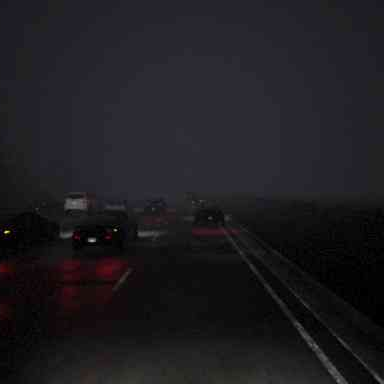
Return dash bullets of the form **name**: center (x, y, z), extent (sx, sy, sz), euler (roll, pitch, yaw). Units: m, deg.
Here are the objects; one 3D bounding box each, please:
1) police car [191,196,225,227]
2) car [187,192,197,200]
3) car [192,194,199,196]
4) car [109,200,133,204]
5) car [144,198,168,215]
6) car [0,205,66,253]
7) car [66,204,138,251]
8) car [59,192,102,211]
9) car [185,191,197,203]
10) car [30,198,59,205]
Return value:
- **police car**: center (1.060, 1.288, 21.866), extent (1.930, 1.638, 5.238), euler (0, 0, 0)
- **car**: center (0.034, 0.809, 72.328), extent (2.097, 1.767, 4.553), euler (0, 0, 0)
- **car**: center (1.065, 1.255, 31.946), extent (1.801, 1.575, 5.366), euler (0, 0, 0)
- **car**: center (-6.884, 1.400, 32.101), extent (1.895, 1.301, 4.718), euler (0, 0, 0)
- **car**: center (-3.386, 1.293, 31.701), extent (2.128, 1.511, 4.902), euler (0, 0, 0)
- **car**: center (-6.893, 1.443, 13.102), extent (1.812, 1.442, 4.674), euler (0, 0, 0)
- **car**: center (-3.393, 1.440, 13.583), extent (1.812, 1.442, 4.674), euler (0, 0, 0)
- **car**: center (-10.386, 1.021, 32.031), extent (2.150, 2.045, 5.566), euler (0, 0, 0)
- **car**: center (0.027, 0.863, 57.388), extent (2.150, 2.045, 5.566), euler (0, 0, 0)
- **car**: center (-13.884, 1.289, 32.240), extent (2.128, 1.511, 4.902), euler (0, 0, 0)
